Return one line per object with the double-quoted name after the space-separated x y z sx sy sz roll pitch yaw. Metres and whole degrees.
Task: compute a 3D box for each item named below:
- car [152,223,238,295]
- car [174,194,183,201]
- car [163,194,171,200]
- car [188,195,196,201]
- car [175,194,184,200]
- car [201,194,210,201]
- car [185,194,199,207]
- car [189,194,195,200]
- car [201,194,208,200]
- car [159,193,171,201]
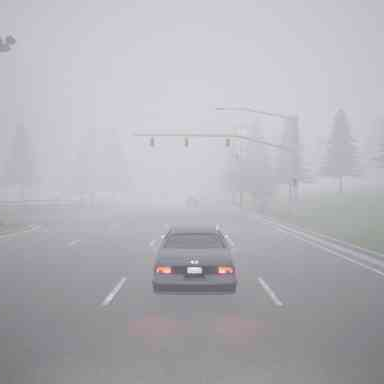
0.067 1.547 8.888 2.033 1.411 5.357 0 0 0 "car"
-3.498 1.516 83.987 1.812 1.442 4.674 0 0 0 "car"
-6.998 1.385 93.991 1.994 1.385 4.181 0 0 0 "car"
0.002 1.531 83.570 2.033 1.411 5.357 0 0 0 "car"
-3.498 1.357 93.990 2.128 1.511 4.902 0 0 0 "car"
3.502 1.492 83.570 1.837 1.490 4.892 0 0 0 "car"
-0.001 1.352 52.927 2.097 1.767 4.553 0 0 0 "car"
0.002 1.310 93.990 1.882 1.535 5.008 0 0 0 "car"
3.502 1.310 93.990 1.882 1.535 5.008 0 0 0 "car"
-6.998 1.217 83.601 2.150 2.045 5.566 0 0 0 "car"
